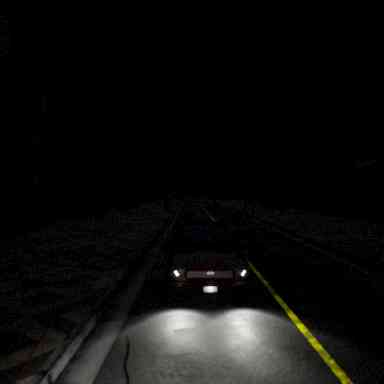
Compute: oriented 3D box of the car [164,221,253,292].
[{"bbox_3d":[0.299,1.548,9.281,2.033,1.411,5.357,0,0,-2],"label":"car"}]
